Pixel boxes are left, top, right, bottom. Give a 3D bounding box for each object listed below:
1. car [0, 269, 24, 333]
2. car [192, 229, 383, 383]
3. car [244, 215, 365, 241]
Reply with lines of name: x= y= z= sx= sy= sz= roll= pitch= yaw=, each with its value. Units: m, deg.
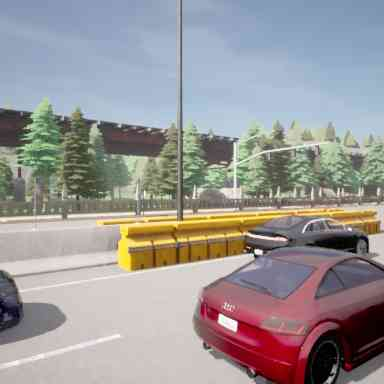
car: x=-4.722 y=1.564 z=4.674 sx=4.181 sy=1.385 sz=1.994 roll=0 pitch=0 yaw=-36
car: x=2.069 y=1.564 z=5.227 sx=4.181 sy=1.385 sz=1.994 roll=0 pitch=0 yaw=-35
car: x=3.859 y=1.491 z=10.804 sx=4.902 sy=1.511 sz=2.128 roll=0 pitch=0 yaw=-36
